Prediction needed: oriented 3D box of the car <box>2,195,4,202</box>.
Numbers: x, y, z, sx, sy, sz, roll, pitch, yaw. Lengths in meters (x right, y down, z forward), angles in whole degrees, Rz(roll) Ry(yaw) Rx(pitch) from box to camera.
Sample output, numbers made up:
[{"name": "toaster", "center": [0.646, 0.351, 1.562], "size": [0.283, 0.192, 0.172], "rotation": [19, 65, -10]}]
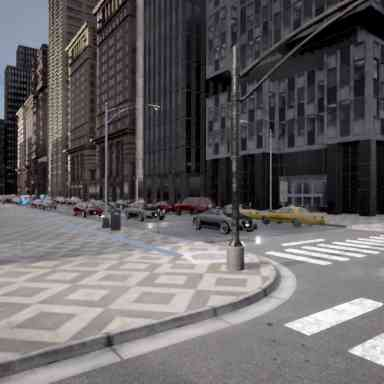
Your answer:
[{"name": "car", "center": [-42.281, 1.812, 77.169], "size": [1.802, 1.307, 4.206], "rotation": [0, 0, -35]}]

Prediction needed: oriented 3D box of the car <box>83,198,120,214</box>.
[{"name": "car", "center": [-9.956, 1.591, 36.103], "size": [1.837, 1.490, 4.892], "rotation": [0, 0, -35]}]

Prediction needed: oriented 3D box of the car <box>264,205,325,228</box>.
[{"name": "car", "center": [6.625, 1.576, 22.790], "size": [1.752, 1.417, 4.829], "rotation": [0, 0, -35]}]

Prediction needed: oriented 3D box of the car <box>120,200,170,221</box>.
[{"name": "car", "center": [-3.961, 1.622, 27.616], "size": [1.994, 1.385, 4.181], "rotation": [0, 0, -35]}]

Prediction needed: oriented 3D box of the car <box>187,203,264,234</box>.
[{"name": "car", "center": [1.826, 1.595, 19.433], "size": [1.994, 1.385, 4.181], "rotation": [0, 0, -35]}]

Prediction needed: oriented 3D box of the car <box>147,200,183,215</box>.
[{"name": "car", "center": [-2.981, 1.641, 36.371], "size": [1.887, 1.381, 4.507], "rotation": [0, 0, -35]}]

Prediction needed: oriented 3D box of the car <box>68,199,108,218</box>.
[{"name": "car", "center": [-9.931, 1.611, 31.433], "size": [1.887, 1.381, 4.507], "rotation": [0, 0, -35]}]

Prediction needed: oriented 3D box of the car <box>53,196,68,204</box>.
[{"name": "car", "center": [-28.860, 1.666, 72.957], "size": [1.967, 1.590, 4.097], "rotation": [0, 0, -35]}]

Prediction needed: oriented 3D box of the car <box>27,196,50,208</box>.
[{"name": "car", "center": [-22.871, 1.711, 49.727], "size": [1.802, 1.307, 4.206], "rotation": [0, 0, -35]}]

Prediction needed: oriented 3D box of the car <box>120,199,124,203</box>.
[{"name": "car", "center": [-9.451, 1.678, 45.517], "size": [2.008, 1.369, 4.403], "rotation": [0, 0, -35]}]

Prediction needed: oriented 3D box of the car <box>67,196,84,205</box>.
[{"name": "car", "center": [-22.390, 1.632, 63.811], "size": [1.967, 1.590, 4.097], "rotation": [0, 0, -35]}]

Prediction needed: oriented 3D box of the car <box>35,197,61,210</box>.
[{"name": "car", "center": [-19.636, 1.695, 45.154], "size": [1.802, 1.307, 4.206], "rotation": [0, 0, -35]}]

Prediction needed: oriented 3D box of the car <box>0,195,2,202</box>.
[{"name": "car", "center": [-45.516, 1.688, 81.743], "size": [1.967, 1.590, 4.097], "rotation": [0, 0, -35]}]

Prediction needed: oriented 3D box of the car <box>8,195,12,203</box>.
[{"name": "car", "center": [-35.811, 1.778, 68.022], "size": [1.802, 1.307, 4.206], "rotation": [0, 0, -35]}]

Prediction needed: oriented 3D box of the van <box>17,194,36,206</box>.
[{"name": "van", "center": [-29.341, 1.503, 58.876], "size": [1.690, 1.788, 3.998], "rotation": [0, 0, -35]}]

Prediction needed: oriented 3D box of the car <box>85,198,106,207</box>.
[{"name": "car", "center": [-15.920, 1.725, 54.664], "size": [1.947, 1.339, 4.313], "rotation": [0, 0, -35]}]

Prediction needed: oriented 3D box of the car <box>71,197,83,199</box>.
[{"name": "car", "center": [-17.526, 1.652, 52.328], "size": [1.837, 1.490, 4.892], "rotation": [0, 0, -35]}]

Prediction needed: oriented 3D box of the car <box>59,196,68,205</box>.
[{"name": "car", "center": [-23.542, 1.778, 60.830], "size": [1.895, 1.301, 4.718], "rotation": [0, 0, -36]}]

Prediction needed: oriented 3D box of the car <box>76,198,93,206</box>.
[{"name": "car", "center": [-19.155, 1.757, 59.237], "size": [1.802, 1.307, 4.206], "rotation": [0, 0, -35]}]

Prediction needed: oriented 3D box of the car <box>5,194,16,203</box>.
[{"name": "car", "center": [-39.047, 1.528, 72.596], "size": [2.192, 1.841, 5.009], "rotation": [0, 0, -35]}]

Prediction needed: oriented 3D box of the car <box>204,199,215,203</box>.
[{"name": "car", "center": [3.390, 1.591, 27.363], "size": [1.752, 1.417, 4.829], "rotation": [0, 0, -35]}]

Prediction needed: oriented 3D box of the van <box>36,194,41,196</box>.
[{"name": "van", "center": [-38.565, 1.619, 86.678], "size": [1.690, 1.788, 3.998], "rotation": [0, 0, -35]}]

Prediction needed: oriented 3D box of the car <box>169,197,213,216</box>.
[{"name": "car", "center": [0.254, 1.396, 31.798], "size": [2.192, 1.841, 5.009], "rotation": [0, 0, -35]}]

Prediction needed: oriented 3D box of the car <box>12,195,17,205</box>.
[{"name": "car", "center": [-32.478, 1.704, 63.310], "size": [1.752, 1.417, 4.829], "rotation": [0, 0, -35]}]
